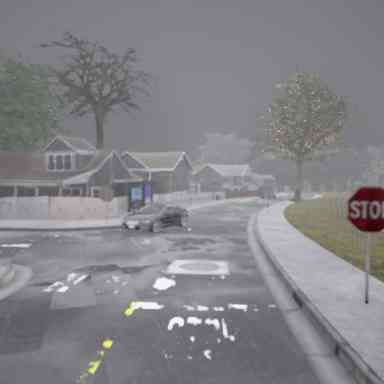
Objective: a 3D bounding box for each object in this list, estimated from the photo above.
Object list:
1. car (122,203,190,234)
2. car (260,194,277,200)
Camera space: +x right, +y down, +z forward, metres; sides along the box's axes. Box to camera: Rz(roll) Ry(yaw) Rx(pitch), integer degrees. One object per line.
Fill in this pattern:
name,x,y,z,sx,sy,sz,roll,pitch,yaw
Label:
car,-1.845,1.382,18.337,2.128,1.511,4.902,0,1,27
car,14.350,0.767,62.442,1.895,1.301,4.718,1,2,30
